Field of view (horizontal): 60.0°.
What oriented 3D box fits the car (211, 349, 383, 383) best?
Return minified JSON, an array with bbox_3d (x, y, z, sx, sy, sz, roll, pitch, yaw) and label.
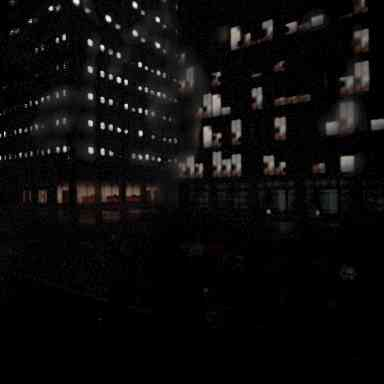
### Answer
[{"bbox_3d":[1.941,1.556,1.505,4.403,1.369,2.008,0,-1,35],"label":"car"}]
